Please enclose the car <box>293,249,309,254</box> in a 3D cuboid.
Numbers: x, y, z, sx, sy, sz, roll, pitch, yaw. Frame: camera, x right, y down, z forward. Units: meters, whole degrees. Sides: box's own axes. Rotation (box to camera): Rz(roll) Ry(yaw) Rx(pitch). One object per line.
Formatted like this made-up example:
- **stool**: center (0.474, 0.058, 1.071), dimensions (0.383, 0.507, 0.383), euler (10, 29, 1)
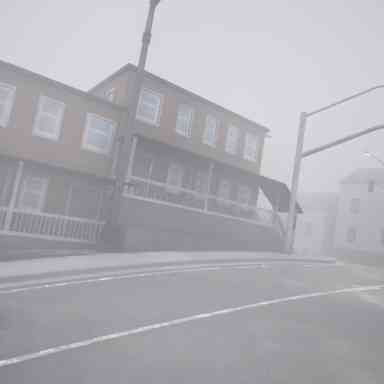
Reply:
- **car**: center (8.809, 5.843, 30.357), dimensions (2.128, 1.511, 4.902), euler (13, -16, -34)
